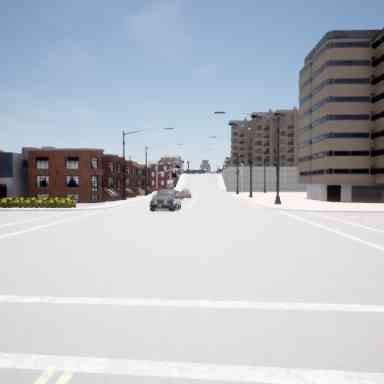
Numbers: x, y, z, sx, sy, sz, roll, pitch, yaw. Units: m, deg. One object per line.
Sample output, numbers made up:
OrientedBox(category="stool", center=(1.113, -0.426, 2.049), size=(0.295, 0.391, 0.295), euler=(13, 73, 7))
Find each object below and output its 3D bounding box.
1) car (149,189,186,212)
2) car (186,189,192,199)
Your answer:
OrientedBox(category="car", center=(-2.379, 0.771, 31.850), size=(2.150, 2.045, 5.566), euler=(1, 2, 8))
OrientedBox(category="car", center=(-1.165, 0.272, 59.001), size=(2.097, 1.767, 4.553), euler=(0, 1, 2))
